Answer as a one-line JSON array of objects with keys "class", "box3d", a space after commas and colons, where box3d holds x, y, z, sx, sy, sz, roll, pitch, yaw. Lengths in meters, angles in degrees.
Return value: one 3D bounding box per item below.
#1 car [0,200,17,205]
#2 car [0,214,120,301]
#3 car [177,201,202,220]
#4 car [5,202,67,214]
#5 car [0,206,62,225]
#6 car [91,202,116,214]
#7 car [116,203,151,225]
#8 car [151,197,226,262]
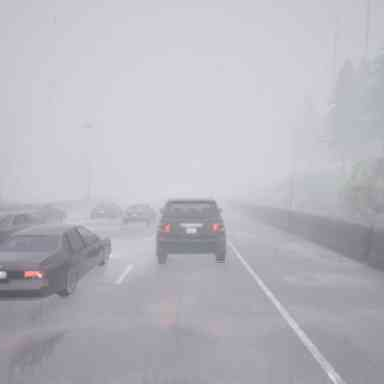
[{"class": "car", "box3d": [-21.509, 1.618, 38.417, 1.895, 1.301, 4.718, 0, 0, -1]}, {"class": "car", "box3d": [-3.513, 1.546, 8.540, 2.033, 1.411, 5.357, 0, 0, 0]}, {"class": "car", "box3d": [-0.218, 1.503, 28.595, 1.994, 1.385, 4.181, 0, 0, -1]}, {"class": "car", "box3d": [-10.681, 1.547, 23.674, 2.033, 1.411, 5.357, 0, 0, 0]}, {"class": "car", "box3d": [-7.045, 1.511, 12.922, 1.837, 1.490, 4.892, 0, 0, 0]}, {"class": "car", "box3d": [-7.218, 1.536, 28.534, 1.994, 1.385, 4.181, 0, 0, 0]}, {"class": "car", "box3d": [-3.681, 1.514, 23.761, 2.033, 1.411, 5.357, 0, 0, 0]}, {"class": "car", "box3d": [-0.036, 1.195, 12.121, 2.150, 2.045, 5.566, 0, 0, 0]}]
